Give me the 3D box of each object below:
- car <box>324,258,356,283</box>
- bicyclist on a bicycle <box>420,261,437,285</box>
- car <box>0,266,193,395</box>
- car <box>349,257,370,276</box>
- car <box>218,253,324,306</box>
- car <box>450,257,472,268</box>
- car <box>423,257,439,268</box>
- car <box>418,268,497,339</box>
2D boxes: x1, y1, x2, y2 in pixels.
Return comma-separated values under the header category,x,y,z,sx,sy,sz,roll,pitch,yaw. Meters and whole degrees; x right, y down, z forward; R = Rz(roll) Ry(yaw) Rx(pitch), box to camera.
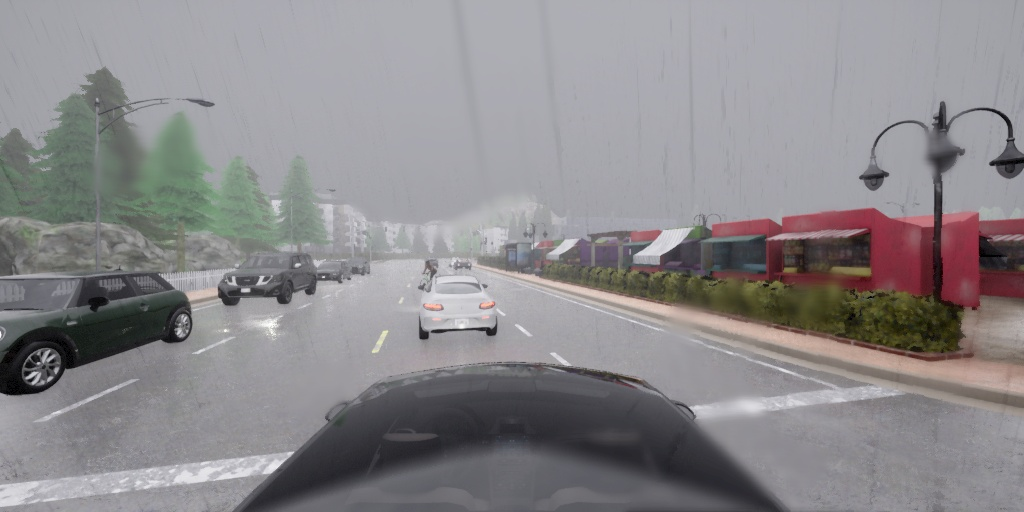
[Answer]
category,x,y,z,sx,sy,sz,roll,pitch,yaw
car,-12.648,1.088,25.341,1.837,1.490,4.892,0,0,-13
bicyclist on a bicycle,-4.524,1.079,19.691,0.582,1.620,1.656,0,1,24
car,-8.083,1.076,6.304,2.097,1.767,4.553,0,0,-13
car,-14.558,0.876,33.318,2.097,1.767,4.553,0,0,-13
car,-10.332,0.876,15.725,2.150,2.045,5.566,0,0,-14
car,-6.107,1.049,43.814,1.895,1.301,4.718,0,0,-14
car,-11.418,0.901,50.815,1.837,1.490,4.892,0,0,-13
car,-1.581,1.225,9.874,1.812,1.442,4.674,0,0,-13
